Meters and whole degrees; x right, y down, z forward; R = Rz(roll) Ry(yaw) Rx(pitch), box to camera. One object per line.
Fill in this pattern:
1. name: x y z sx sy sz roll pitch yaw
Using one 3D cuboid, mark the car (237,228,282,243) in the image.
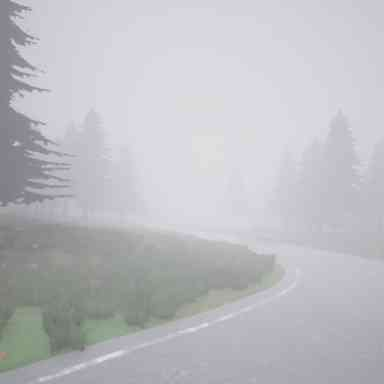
1. car: 5.982 3.900 30.132 1.895 1.301 4.718 5 -4 -22
